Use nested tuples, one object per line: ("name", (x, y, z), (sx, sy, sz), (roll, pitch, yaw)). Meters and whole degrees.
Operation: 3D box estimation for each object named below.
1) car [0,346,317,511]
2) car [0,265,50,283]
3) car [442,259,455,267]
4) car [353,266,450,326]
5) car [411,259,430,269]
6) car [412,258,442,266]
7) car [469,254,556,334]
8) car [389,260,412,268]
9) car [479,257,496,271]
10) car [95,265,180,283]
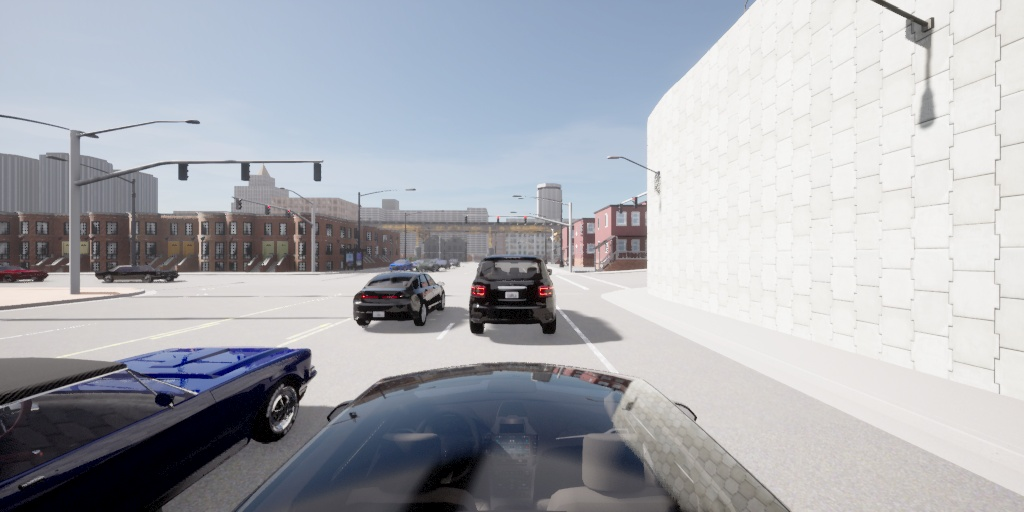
("car", (-3.397, 1.351, 2.391), (1.895, 1.301, 4.718), (0, 0, 0))
("car", (-38.295, 1.351, 27.065), (4.718, 1.301, 1.895), (0, 0, 0))
("car", (-10.602, 1.296, 54.918), (2.033, 1.411, 5.357), (0, 0, 0))
("car", (-3.422, 1.255, 11.645), (1.837, 1.490, 4.892), (0, 0, 0))
("car", (-14.104, 1.275, 55.452), (1.812, 1.442, 4.674), (0, 0, 0))
("car", (-10.587, 1.101, 44.991), (2.097, 1.767, 4.553), (0, 0, 0))
("car", (0.062, 0.971, 10.755), (2.150, 2.045, 5.566), (0, 0, 1))
("car", (-14.107, 1.228, 45.842), (1.882, 1.535, 5.008), (0, 0, 0))
("car", (-3.417, 1.102, 50.765), (2.097, 1.767, 4.553), (0, 0, 0))
("car", (-28.178, 1.351, 27.101), (4.718, 1.301, 1.895), (0, 0, 0))
